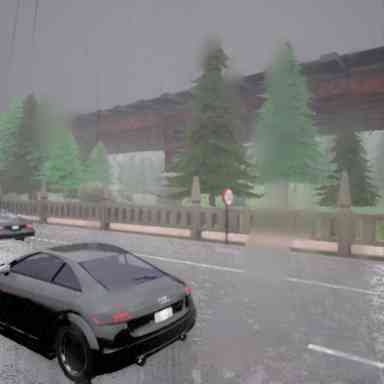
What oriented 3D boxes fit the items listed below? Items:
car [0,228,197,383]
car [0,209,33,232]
[{"bbox_3d":[-1.996,1.543,5.460,4.181,1.385,1.994,0,0,36],"label":"car"},{"bbox_3d":[-9.163,1.467,14.869,5.357,1.411,2.033,0,0,35],"label":"car"}]
